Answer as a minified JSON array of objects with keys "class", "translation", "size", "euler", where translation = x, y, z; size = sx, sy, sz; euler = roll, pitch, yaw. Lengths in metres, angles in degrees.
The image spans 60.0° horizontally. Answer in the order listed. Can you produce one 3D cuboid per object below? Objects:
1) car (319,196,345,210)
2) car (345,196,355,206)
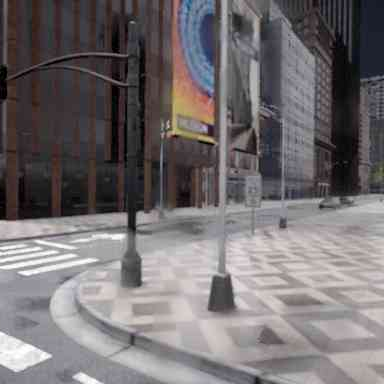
[{"class":"car","translation":[17.389,1.459,41.826],"size":[1.994,1.385,4.181],"euler":[1,1,36]},{"class":"car","translation":[23.130,1.357,50.033],"size":[1.837,1.490,4.892],"euler":[1,1,35]}]
